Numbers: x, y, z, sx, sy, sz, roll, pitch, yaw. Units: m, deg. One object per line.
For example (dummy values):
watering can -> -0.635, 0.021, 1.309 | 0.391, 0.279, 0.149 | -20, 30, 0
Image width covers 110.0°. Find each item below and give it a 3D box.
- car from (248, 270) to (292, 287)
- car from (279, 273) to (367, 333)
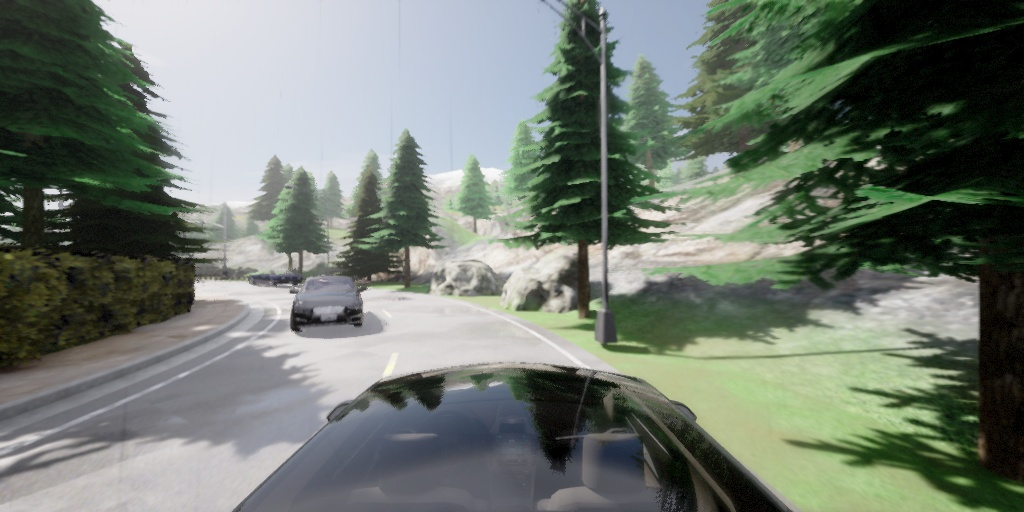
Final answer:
car -> -18.880, 1.754, 28.517 | 4.718, 1.301, 1.895 | -1, -1, 29
car -> -5.902, 1.384, 11.621 | 2.128, 1.511, 4.902 | 0, -1, -27
